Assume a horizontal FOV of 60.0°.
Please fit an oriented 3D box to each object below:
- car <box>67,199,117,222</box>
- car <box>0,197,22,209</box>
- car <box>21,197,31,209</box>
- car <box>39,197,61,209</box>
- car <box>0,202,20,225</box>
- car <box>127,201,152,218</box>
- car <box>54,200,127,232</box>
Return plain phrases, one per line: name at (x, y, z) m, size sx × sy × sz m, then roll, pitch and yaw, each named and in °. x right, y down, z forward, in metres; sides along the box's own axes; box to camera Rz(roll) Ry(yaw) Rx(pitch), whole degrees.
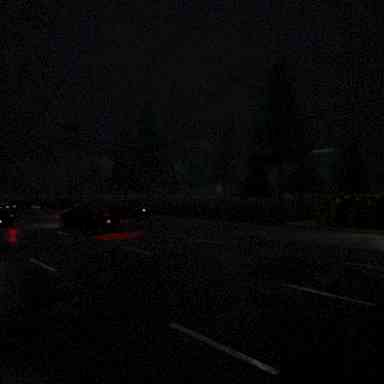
car at (-8.263, 1.422, 27.197) m, size 1.882 × 1.535 × 5.008 m, roll 0°, pitch 0°, yaw -43°
car at (-19.749, 1.498, 34.464) m, size 2.033 × 1.411 × 5.357 m, roll 0°, pitch 0°, yaw -43°
car at (-21.962, 1.413, 42.013) m, size 1.882 × 1.535 × 5.008 m, roll 0°, pitch 0°, yaw -43°
car at (-18.275, 1.416, 43.180) m, size 2.128 × 1.511 × 4.902 m, roll 0°, pitch 0°, yaw -43°
car at (-13.604, 1.569, 22.666) m, size 1.895 × 1.301 × 4.718 m, roll 0°, pitch 0°, yaw -43°
car at (-5.375, 1.497, 29.232) m, size 1.994 × 1.385 × 4.181 m, roll 0°, pitch 0°, yaw -43°
car at (-6.189, 1.437, 19.801) m, size 1.882 × 1.535 × 5.008 m, roll 0°, pitch 0°, yaw -43°
